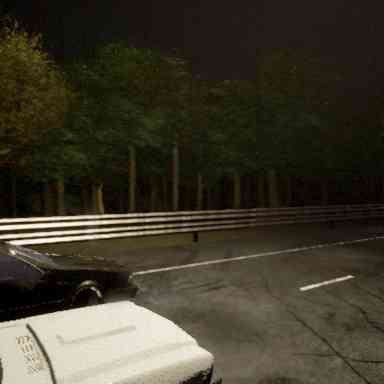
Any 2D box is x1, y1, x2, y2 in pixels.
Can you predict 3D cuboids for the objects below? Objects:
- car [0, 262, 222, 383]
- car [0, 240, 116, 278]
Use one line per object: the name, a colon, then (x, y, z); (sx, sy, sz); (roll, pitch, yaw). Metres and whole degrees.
car: (-2.069, 1.598, 2.370); (4.718, 1.301, 1.895); (0, 0, -35)
car: (-3.682, 1.542, 5.571); (5.357, 1.411, 2.033); (0, 0, -34)
